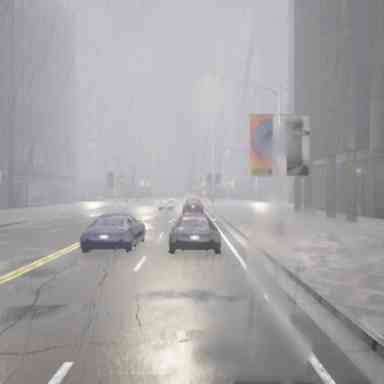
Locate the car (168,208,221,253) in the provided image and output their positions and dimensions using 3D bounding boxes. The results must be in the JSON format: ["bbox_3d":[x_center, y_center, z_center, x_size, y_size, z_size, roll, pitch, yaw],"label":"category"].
[{"bbox_3d":[0.100,1.584,13.742,1.994,1.385,4.181,0,0,0],"label":"car"}]

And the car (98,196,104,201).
[{"bbox_3d":[-25.065,1.691,86.361,4.206,1.307,1.802,0,0,-1],"label":"car"}]

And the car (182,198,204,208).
[{"bbox_3d":[0.100,1.408,33.595,2.097,1.767,4.553,0,0,0],"label":"car"}]

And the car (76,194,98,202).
[{"bbox_3d":[-24.935,1.689,77.837,4.313,1.339,1.947,0,0,-1],"label":"car"}]

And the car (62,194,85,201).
[{"bbox_3d":[-30.703,1.404,86.274,5.009,1.841,2.192,0,0,-1],"label":"car"}]

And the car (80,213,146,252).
[{"bbox_3d":[-3.149,1.584,13.926,1.994,1.385,4.181,0,0,0],"label":"car"}]

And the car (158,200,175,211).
[{"bbox_3d":[-3.149,1.672,42.450,1.895,1.301,4.718,0,0,0],"label":"car"}]
